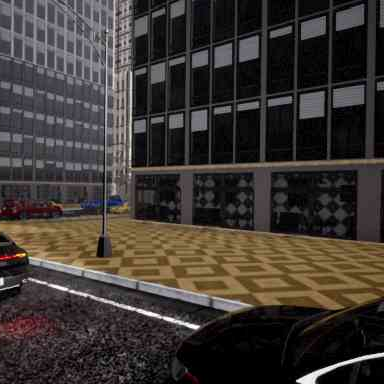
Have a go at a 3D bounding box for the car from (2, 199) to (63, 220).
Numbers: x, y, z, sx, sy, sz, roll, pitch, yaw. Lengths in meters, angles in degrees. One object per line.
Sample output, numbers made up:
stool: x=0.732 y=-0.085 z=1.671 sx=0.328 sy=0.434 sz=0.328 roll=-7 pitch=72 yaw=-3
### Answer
car: x=-14.154 y=1.518 z=29.660 sx=2.192 sy=1.841 sz=5.009 roll=1 pitch=0 yaw=37

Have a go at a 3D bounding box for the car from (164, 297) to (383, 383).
car: x=1.994 y=1.505 z=2.252 sx=4.892 sy=1.490 sz=1.837 roll=0 pitch=0 yaw=36

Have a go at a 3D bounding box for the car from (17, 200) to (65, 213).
car: x=-17.617 y=1.642 z=39.047 sx=1.752 sy=1.417 sz=4.829 roll=1 pitch=0 yaw=37

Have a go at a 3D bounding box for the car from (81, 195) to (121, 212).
car: x=-11.497 y=1.441 z=42.914 sx=2.150 sy=2.045 sz=5.566 roll=1 pitch=0 yaw=36

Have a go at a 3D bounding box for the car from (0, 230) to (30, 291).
car: x=-5.722 y=1.500 z=7.796 sx=4.892 sy=1.490 sz=1.837 roll=0 pitch=0 yaw=36

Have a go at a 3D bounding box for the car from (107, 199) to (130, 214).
car: x=-7.323 y=1.829 z=38.847 sx=1.752 sy=1.417 sz=4.829 roll=1 pitch=0 yaw=37
